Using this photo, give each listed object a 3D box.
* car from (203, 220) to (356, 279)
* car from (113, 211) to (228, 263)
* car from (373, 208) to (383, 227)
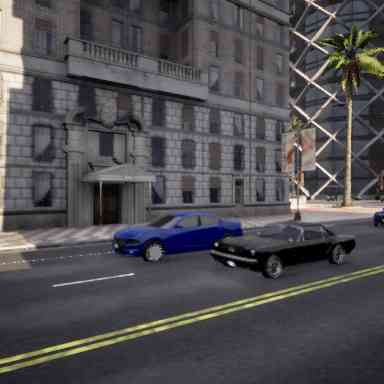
[{"bbox_3d":[2.868,1.601,10.134,4.718,1.301,1.895,0,0,-35],"label":"car"},{"bbox_3d":[-0.380,1.478,12.165,5.008,1.535,1.882,0,0,-34],"label":"car"},{"bbox_3d":[13.755,1.478,21.619,5.008,1.535,1.882,0,0,-34],"label":"car"}]
